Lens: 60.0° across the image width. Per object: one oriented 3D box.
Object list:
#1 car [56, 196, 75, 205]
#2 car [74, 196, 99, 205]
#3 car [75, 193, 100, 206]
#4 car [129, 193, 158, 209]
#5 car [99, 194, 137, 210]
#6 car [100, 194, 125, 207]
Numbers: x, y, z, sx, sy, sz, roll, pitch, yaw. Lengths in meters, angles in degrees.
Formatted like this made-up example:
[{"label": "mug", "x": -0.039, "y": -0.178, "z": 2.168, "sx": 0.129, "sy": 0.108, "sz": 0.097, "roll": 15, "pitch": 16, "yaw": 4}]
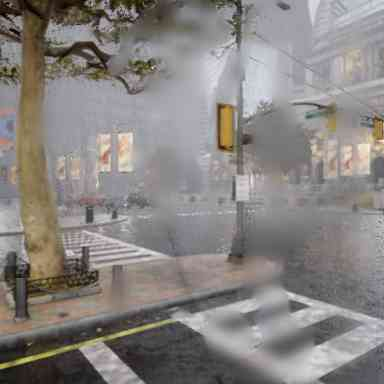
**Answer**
[{"label": "car", "x": -21.427, "y": 1.416, "z": 56.644, "sx": 4.892, "sy": 1.490, "sz": 1.837, "roll": 0, "pitch": 0, "yaw": 43}, {"label": "car", "x": -18.860, "y": 1.437, "z": 59.259, "sx": 2.033, "sy": 1.411, "sz": 5.357, "roll": 0, "pitch": 0, "yaw": -45}, {"label": "car", "x": -14.909, "y": 1.128, "z": 48.926, "sx": 2.150, "sy": 2.045, "sz": 5.566, "roll": 0, "pitch": 0, "yaw": -37}, {"label": "car", "x": -6.549, "y": 1.108, "z": 43.288, "sx": 2.150, "sy": 2.045, "sz": 5.566, "roll": 0, "pitch": 0, "yaw": -36}, {"label": "car", "x": -9.158, "y": 1.398, "z": 40.918, "sx": 2.128, "sy": 1.511, "sz": 4.902, "roll": 0, "pitch": 0, "yaw": -35}, {"label": "car", "x": -12.249, "y": 1.238, "z": 51.153, "sx": 2.097, "sy": 1.767, "sz": 4.553, "roll": 0, "pitch": 0, "yaw": -37}]
